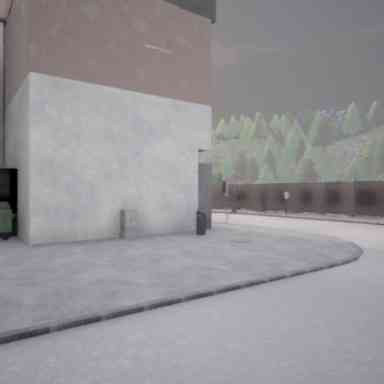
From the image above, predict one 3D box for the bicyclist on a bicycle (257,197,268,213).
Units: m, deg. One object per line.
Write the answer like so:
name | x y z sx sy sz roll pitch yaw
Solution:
bicyclist on a bicycle | 7.270 1.370 34.485 1.656 1.620 0.582 0 0 -35
